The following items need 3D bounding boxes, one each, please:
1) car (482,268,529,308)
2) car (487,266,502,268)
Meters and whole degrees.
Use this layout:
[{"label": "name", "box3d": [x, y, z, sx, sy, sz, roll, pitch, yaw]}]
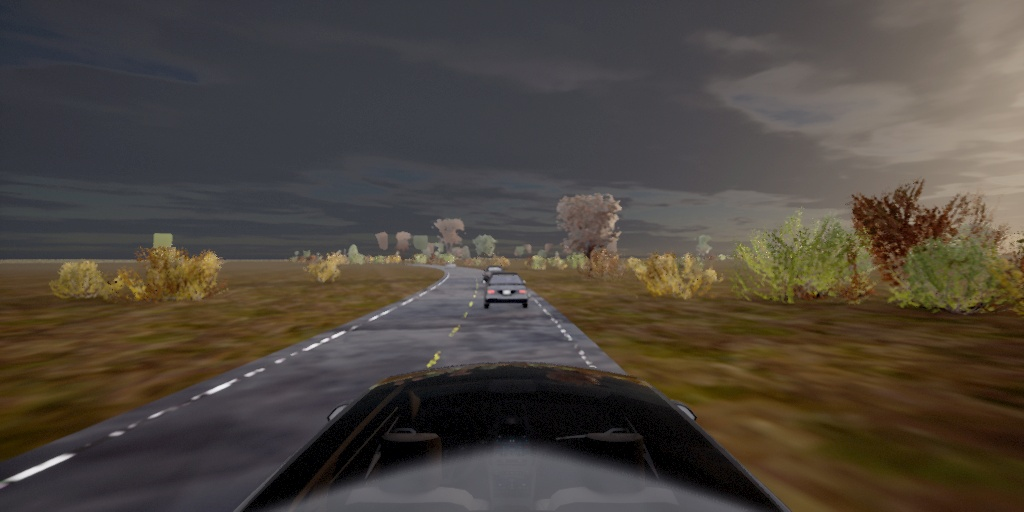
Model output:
[{"label": "car", "box3d": [-0.316, 1.431, 15.955, 2.033, 1.411, 5.357, 0, -1, -3]}, {"label": "car", "box3d": [-1.535, 1.556, 31.392, 1.812, 1.442, 4.674, 0, 0, -6]}]
